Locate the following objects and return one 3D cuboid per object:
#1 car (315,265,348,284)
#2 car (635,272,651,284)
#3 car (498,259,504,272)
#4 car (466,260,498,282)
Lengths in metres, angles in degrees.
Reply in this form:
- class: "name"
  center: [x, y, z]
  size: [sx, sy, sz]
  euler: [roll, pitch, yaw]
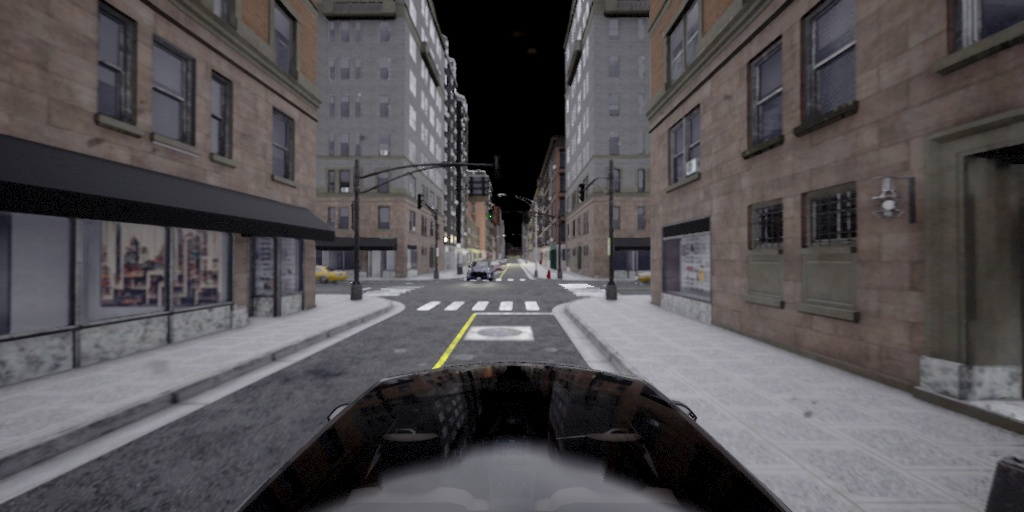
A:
- class: "car"
  center: [-15.071, 1.357, 27.229]
  size: [4.829, 1.417, 1.751]
  euler: [0, 0, 0]
- class: "car"
  center: [11.812, 1.390, 26.996]
  size: [4.829, 1.417, 1.751]
  euler: [0, 0, 0]
- class: "car"
  center: [-2.398, 1.469, 50.305]
  size: [1.812, 1.442, 4.674]
  euler: [0, 1, 0]
- class: "car"
  center: [-2.551, 1.148, 29.929]
  size: [2.097, 1.767, 4.553]
  euler: [0, 0, 0]
